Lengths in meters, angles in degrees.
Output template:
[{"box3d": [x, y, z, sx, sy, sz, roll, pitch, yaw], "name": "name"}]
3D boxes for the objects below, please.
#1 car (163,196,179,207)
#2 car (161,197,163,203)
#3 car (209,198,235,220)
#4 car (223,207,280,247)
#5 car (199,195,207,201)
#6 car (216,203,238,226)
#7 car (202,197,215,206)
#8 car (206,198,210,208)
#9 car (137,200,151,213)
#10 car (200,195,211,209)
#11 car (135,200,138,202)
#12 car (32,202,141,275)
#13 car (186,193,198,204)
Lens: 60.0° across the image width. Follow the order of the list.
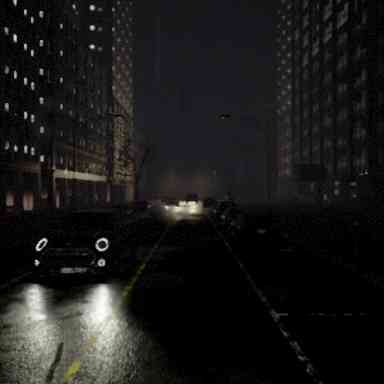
[{"box3d": [-3.065, 1.512, 52.200, 1.812, 1.442, 4.674, 0, 0, 0], "name": "car"}, {"box3d": [-5.685, 1.528, 71.353, 2.008, 1.369, 4.403, -1, 0, 0], "name": "car"}, {"box3d": [2.686, 1.434, 26.220, 1.967, 1.590, 4.097, -1, 0, 0], "name": "car"}, {"box3d": [2.686, 1.563, 14.935, 1.947, 1.339, 4.313, -1, 0, 0], "name": "car"}, {"box3d": [2.698, 1.515, 82.648, 1.887, 1.381, 4.507, -1, 0, 0], "name": "car"}, {"box3d": [2.686, 1.578, 20.578, 1.802, 1.307, 4.206, -1, 0, 0], "name": "car"}, {"box3d": [2.692, 1.530, 54.434, 1.887, 1.381, 4.507, -1, 0, 0], "name": "car"}, {"box3d": [2.688, 1.559, 31.863, 1.947, 1.339, 4.313, -1, 0, 0], "name": "car"}, {"box3d": [-5.692, 1.558, 37.505, 1.947, 1.339, 4.313, -1, 0, 0], "name": "car"}, {"box3d": [2.368, 1.466, 44.411, 1.882, 1.535, 5.008, 0, 0, 0], "name": "car"}, {"box3d": [-5.693, 1.577, 26.223, 1.802, 1.307, 4.206, -1, 0, 0], "name": "car"}, {"box3d": [-3.098, 1.350, 10.467, 2.097, 1.767, 4.553, 0, 0, 0], "name": "car"}, {"box3d": [0.012, 1.198, 62.689, 2.150, 2.045, 5.566, 0, 0, 0], "name": "car"}]
